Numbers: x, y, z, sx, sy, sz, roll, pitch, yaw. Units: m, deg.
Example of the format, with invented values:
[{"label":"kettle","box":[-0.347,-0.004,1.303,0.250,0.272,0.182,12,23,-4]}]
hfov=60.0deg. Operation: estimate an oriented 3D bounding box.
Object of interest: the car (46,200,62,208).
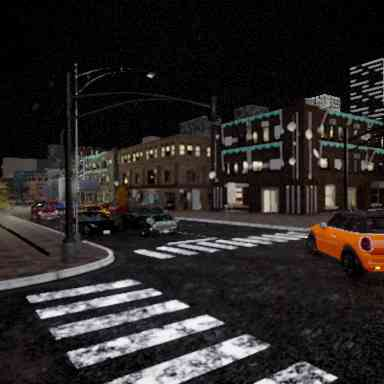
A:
[{"label":"car","box":[-26.267,2.263,63.174,1.887,1.381,4.507,-1,0,-35]}]

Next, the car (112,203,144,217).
[{"label":"car","box":[-7.013,1.939,36.115,1.802,1.307,4.206,-1,0,-35]}]

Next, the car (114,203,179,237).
[{"label":"car","box":[-2.649,1.574,19.935,2.097,1.767,4.553,-1,0,-34]}]

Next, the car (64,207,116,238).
[{"label":"car","box":[-5.894,1.831,19.878,1.947,1.339,4.313,-1,0,-35]}]

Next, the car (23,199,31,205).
[{"label":"car","box":[-42.314,2.445,85.724,1.967,1.590,4.097,-1,0,-35]}]

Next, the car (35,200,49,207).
[{"label":"car","box":[-32.685,2.399,72.195,1.947,1.339,4.313,-1,0,-35]}]

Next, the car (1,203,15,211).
[{"label":"car","box":[-29.787,2.250,53.666,1.752,1.417,4.829,-1,0,-35]}]

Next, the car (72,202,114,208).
[{"label":"car","box":[-8.513,1.817,28.248,1.882,1.535,5.008,-1,0,-35]}]

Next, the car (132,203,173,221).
[{"label":"car","box":[-3.804,1.844,31.604,2.008,1.369,4.403,-1,0,-35]}]

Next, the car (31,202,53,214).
[{"label":"car","box":[-20.376,2.094,45.016,1.812,1.442,4.674,-1,0,-36]}]

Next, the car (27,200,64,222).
[{"label":"car","box":[-13.843,1.863,31.254,1.967,1.590,4.097,-1,0,-35]}]

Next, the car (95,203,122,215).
[{"label":"car","box":[-10.221,2.001,40.624,1.802,1.307,4.206,-1,0,-35]}]

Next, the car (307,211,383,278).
[{"label":"car","box":[5.224,1.372,10.360,2.097,1.767,4.553,0,0,2]}]

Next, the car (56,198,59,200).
[{"label":"car","box":[-23.063,1.975,58.664,2.192,1.841,5.009,-1,0,-35]}]

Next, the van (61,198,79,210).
[{"label":"van","box":[-19.853,1.942,54.154,1.690,1.788,3.998,-1,0,-35]}]

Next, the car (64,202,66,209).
[{"label":"car","box":[-14.353,2.001,36.471,2.033,1.411,5.357,-1,0,-35]}]
